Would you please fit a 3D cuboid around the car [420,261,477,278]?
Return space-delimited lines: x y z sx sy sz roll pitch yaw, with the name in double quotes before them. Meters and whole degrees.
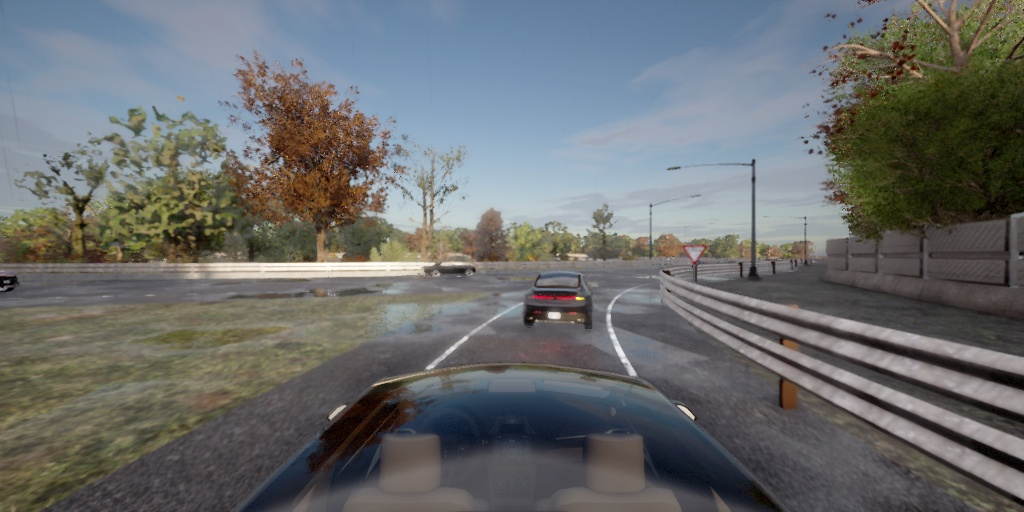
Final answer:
"car" -5.469 1.112 31.232 4.718 1.301 1.895 0 0 -24

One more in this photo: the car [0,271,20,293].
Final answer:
"car" -26.842 0.983 16.865 5.008 1.535 1.882 0 0 -11

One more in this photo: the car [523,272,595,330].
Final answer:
"car" 1.575 1.231 11.179 1.837 1.490 4.892 0 0 13
